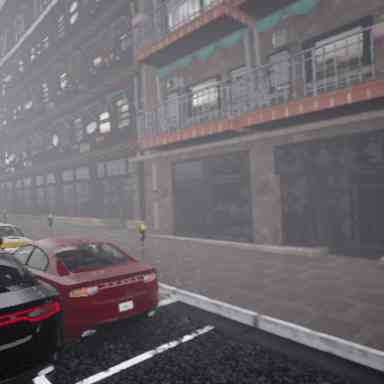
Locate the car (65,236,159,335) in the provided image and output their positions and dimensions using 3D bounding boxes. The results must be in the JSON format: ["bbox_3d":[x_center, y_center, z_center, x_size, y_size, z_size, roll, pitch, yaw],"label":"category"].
[{"bbox_3d":[-2.481,1.516,6.383,1.887,1.381,4.507,0,0,-44],"label":"car"}]

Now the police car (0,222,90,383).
[{"bbox_3d":[-3.685,1.442,4.929,1.930,1.638,5.238,-2,1,-43],"label":"police car"}]
